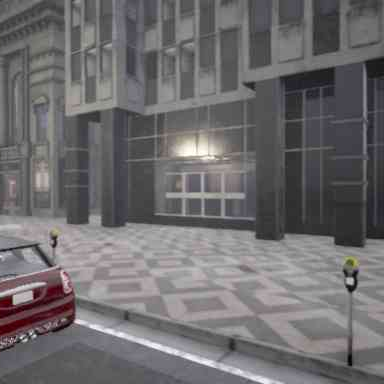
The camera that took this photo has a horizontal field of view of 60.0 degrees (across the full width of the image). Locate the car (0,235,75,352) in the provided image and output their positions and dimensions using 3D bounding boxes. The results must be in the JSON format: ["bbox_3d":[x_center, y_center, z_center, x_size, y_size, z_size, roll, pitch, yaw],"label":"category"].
[{"bbox_3d":[-3.863,1.417,5.434,4.097,1.590,1.967,0,1,33],"label":"car"}]
